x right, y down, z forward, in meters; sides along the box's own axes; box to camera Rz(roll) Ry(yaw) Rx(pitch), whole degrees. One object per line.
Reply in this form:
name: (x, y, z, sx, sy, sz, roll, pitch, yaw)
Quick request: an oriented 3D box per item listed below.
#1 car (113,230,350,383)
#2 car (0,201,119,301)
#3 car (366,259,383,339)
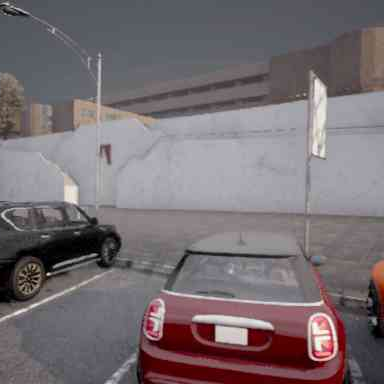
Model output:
car: (0.927, 1.363, 5.101, 2.185, 1.767, 4.553, 0, -1, 15)
car: (-3.947, 1.247, 8.647, 2.435, 2.045, 5.566, 0, -1, 16)
car: (3.395, 1.364, 3.418, 2.185, 1.767, 4.553, 0, -1, 15)
